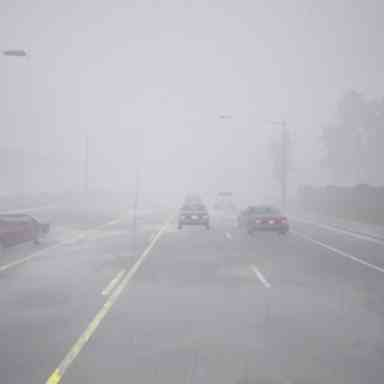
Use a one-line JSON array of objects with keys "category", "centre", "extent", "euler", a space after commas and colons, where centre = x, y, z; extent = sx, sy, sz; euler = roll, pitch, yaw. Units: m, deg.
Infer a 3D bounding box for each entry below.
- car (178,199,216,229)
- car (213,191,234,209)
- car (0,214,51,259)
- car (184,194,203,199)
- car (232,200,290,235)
[{"category": "car", "centre": [0.103, 1.358, 20.096], "extent": [2.033, 1.411, 5.357], "euler": [0, 1, 0]}, {"category": "car", "centre": [3.677, 0.838, 38.585], "extent": [2.150, 2.045, 5.566], "euler": [0, 1, 2]}, {"category": "car", "centre": [-6.998, 1.497, 12.047], "extent": [1.895, 1.301, 4.718], "euler": [0, 1, 0]}, {"category": "car", "centre": [0.167, 0.981, 37.287], "extent": [2.097, 1.767, 4.553], "euler": [0, 0, 1]}, {"category": "car", "centre": [3.603, 1.384, 17.616], "extent": [2.033, 1.411, 5.357], "euler": [0, 1, 0]}]
